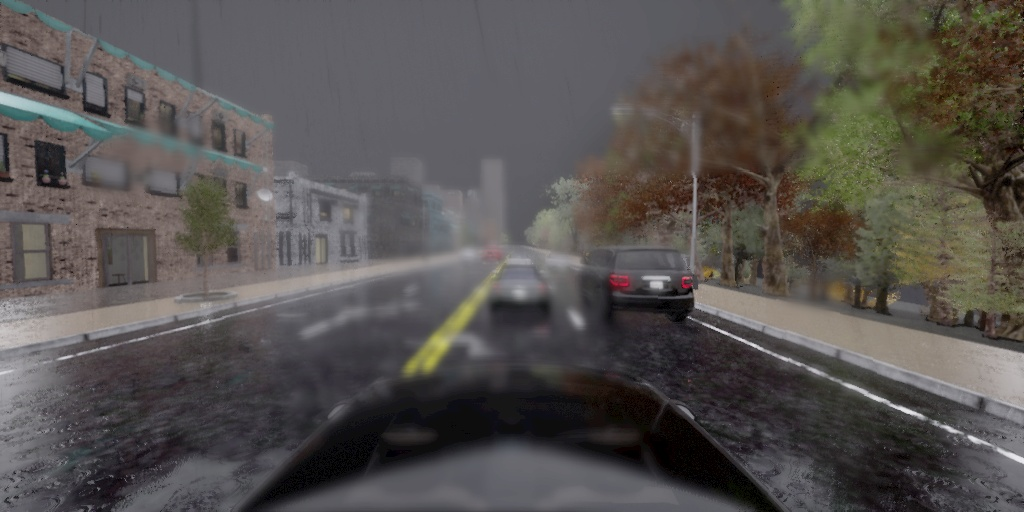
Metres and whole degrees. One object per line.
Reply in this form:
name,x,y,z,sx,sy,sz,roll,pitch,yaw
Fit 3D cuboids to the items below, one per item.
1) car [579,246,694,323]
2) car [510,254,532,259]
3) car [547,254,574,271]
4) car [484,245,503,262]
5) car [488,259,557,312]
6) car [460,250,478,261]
car,3.511,0.699,11.125,2.150,2.045,5.566,0,2,2
car,0.741,0.493,30.230,1.895,1.301,4.718,0,2,2
car,3.989,0.505,30.116,1.895,1.301,4.718,0,2,2
car,-2.302,-0.373,45.971,2.150,2.045,5.566,0,2,1
car,0.295,0.991,12.430,1.994,1.385,4.181,0,2,2
car,-5.543,-0.088,46.384,1.812,1.442,4.674,0,1,2
